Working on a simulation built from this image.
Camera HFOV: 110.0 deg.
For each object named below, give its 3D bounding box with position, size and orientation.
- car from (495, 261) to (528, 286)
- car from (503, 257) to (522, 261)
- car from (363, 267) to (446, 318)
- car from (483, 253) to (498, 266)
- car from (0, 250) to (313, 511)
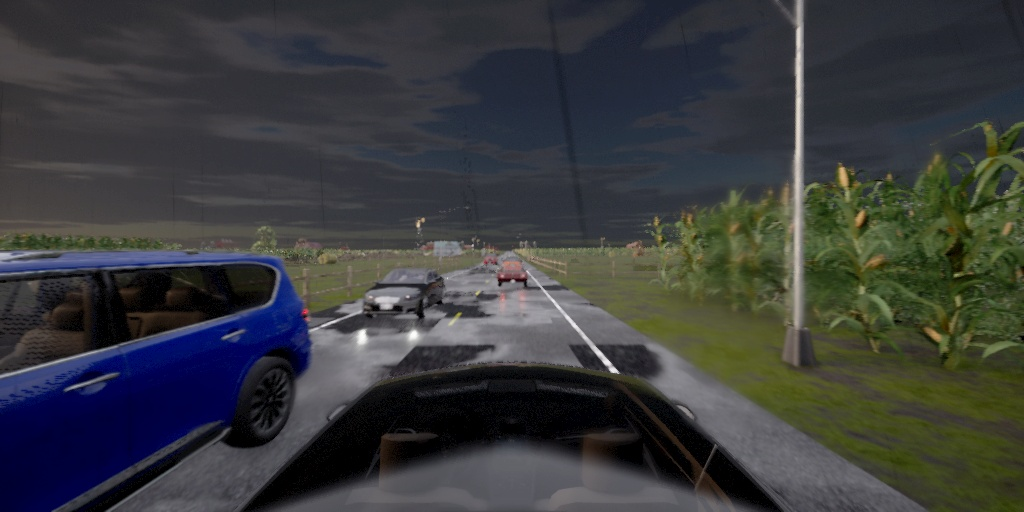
[{"bbox_3d":[0.055,1.206,23.503,1.895,1.301,4.718,0,0,0],"label":"car"},{"bbox_3d":[0.045,0.848,37.906,2.097,1.767,4.553,0,0,0],"label":"car"},{"bbox_3d":[-3.580,1.171,12.711,2.128,1.511,4.902,0,0,0],"label":"car"},{"bbox_3d":[-3.538,0.553,60.503,2.150,2.045,5.566,0,1,1],"label":"car"},{"bbox_3d":[-3.589,0.967,2.286,2.150,2.045,5.566,0,0,0],"label":"car"}]
